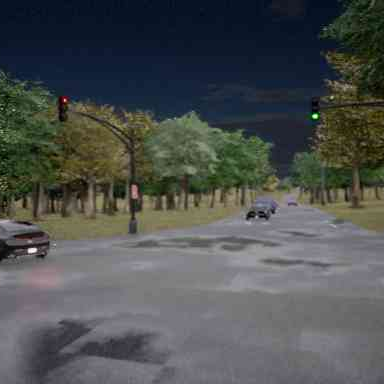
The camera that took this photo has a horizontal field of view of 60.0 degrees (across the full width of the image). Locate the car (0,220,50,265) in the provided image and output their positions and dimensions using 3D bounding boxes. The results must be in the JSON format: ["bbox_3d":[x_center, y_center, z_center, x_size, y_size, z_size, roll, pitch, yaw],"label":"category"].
[{"bbox_3d":[-7.448,1.882,13.054,4.892,1.490,1.837,-3,-2,38],"label":"car"}]

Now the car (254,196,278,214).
[{"bbox_3d":[8.524,1.440,38.645,2.150,2.045,5.566,-1,-1,15],"label":"car"}]

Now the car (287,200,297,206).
[{"bbox_3d":[20.342,2.276,67.547,1.895,1.301,4.718,-1,-2,16],"label":"car"}]

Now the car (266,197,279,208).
[{"bbox_3d":[14.146,1.835,58.428,2.097,1.767,4.553,-1,-1,16],"label":"car"}]

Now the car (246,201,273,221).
[{"bbox_3d":[5.842,1.740,29.150,1.895,1.301,4.718,-1,-1,16],"label":"car"}]
